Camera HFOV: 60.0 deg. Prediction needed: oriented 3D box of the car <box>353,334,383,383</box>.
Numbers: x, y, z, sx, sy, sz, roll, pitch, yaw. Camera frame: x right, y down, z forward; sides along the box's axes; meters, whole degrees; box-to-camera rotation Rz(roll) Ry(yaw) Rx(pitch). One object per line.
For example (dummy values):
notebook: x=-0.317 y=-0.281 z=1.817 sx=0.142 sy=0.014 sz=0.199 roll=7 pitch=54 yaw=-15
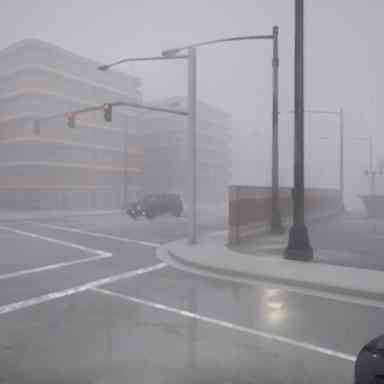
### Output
car: x=3.468 y=1.482 z=1.500 sx=5.008 sy=1.535 sz=1.882 roll=0 pitch=0 yaw=36

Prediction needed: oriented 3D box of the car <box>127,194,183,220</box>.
car: x=-3.032 y=1.182 z=28.332 sx=2.150 sy=2.045 sz=5.566 roll=0 pitch=0 yaw=35
